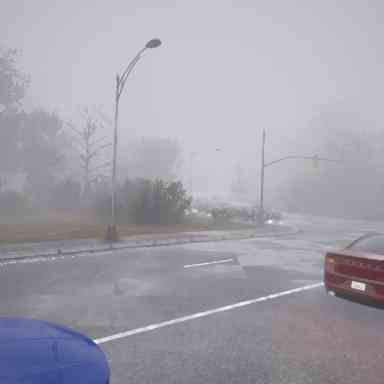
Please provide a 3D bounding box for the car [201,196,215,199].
[{"bbox_3d":[1.916,1.730,56.505,1.837,1.490,4.892,2,2,-12],"label":"car"}]

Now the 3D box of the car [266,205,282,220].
[{"bbox_3d":[8.107,2.215,37.267,1.837,1.490,4.892,3,-1,-21],"label":"car"}]

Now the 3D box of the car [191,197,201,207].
[{"bbox_3d":[-0.651,1.703,52.351,2.128,1.511,4.902,2,1,-15],"label":"car"}]

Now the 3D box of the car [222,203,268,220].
[{"bbox_3d":[5.418,2.170,34.592,1.895,1.301,4.718,3,-1,-23],"label":"car"}]

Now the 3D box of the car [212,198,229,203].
[{"bbox_3d":[4.631,2.104,46.478,2.033,1.411,5.357,3,1,-18],"label":"car"}]

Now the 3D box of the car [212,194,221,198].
[{"bbox_3d":[5.863,1.106,79.152,2.033,1.411,5.357,2,2,-1],"label":"car"}]

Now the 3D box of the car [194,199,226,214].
[{"bbox_3d":[2.260,2.035,42.791,1.994,1.385,4.181,3,0,-19],"label":"car"}]

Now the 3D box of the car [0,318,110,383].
[{"bbox_3d":[-2.889,1.478,1.681,5.008,1.535,1.882,0,0,-36],"label":"car"}]

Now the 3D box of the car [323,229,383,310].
[{"bbox_3d":[4.969,1.555,7.324,5.008,1.535,1.882,1,-1,-35],"label":"car"}]
